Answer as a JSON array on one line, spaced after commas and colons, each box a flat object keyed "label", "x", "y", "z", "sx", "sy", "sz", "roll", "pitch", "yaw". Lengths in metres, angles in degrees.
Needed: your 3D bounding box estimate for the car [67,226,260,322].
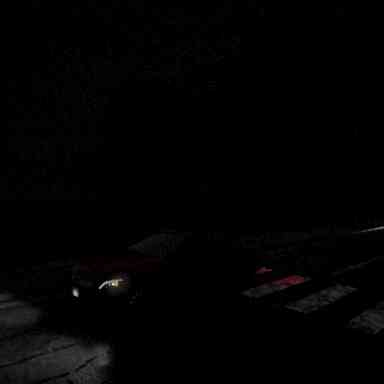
[{"label": "car", "x": -0.324, "y": 1.525, "z": 7.411, "sx": 4.674, "sy": 1.442, "sz": 1.812, "roll": 1, "pitch": 0, "yaw": -43}]
